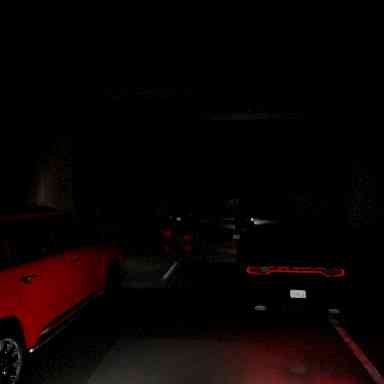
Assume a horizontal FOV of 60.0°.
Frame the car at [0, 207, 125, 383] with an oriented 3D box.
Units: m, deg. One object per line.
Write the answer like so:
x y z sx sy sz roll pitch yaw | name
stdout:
-2.774 1.220 4.944 2.150 2.045 5.566 0 0 6 | car

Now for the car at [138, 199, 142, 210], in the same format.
-6.238 1.476 36.219 1.882 1.535 5.008 0 0 7 | car

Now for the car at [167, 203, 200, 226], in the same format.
-0.549 1.525 23.491 1.812 1.442 4.674 0 0 7 | car

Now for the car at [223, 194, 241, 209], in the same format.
5.323 1.220 44.073 2.150 2.045 5.566 0 0 8 | car

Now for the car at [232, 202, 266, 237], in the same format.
3.219 1.505 17.696 1.837 1.490 4.892 0 0 7 | car

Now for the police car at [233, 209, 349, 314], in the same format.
2.011 1.425 7.881 1.930 1.638 5.238 0 0 7 | police car

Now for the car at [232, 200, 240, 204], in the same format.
3.952 1.525 23.651 1.812 1.442 4.674 0 0 7 | car
